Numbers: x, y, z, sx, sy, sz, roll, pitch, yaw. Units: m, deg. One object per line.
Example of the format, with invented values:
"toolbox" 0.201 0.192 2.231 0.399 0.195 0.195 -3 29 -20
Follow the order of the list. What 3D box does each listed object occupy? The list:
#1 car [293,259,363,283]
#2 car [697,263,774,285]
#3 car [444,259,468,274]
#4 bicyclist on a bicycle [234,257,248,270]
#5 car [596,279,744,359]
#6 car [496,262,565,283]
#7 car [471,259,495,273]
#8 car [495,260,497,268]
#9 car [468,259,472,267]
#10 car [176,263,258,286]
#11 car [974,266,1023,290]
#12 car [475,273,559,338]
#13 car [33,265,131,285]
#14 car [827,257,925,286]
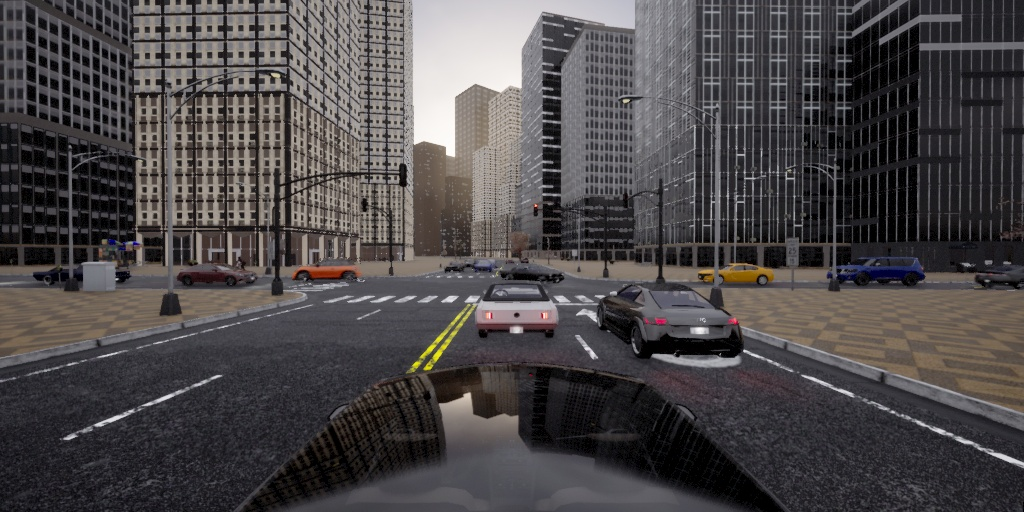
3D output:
"car" -13.771 1.019 26.926 4.553 1.767 2.097 0 0 -12
"car" 16.323 1.285 26.321 5.008 1.535 1.882 0 0 1
"car" -6.580 1.319 41.440 1.895 1.301 4.718 0 0 0
"bicyclist on a bicycle" -24.691 0.871 32.619 0.582 1.620 1.656 0 1 1
"car" 3.358 1.312 8.449 1.994 1.385 4.181 0 0 0
"car" 1.413 1.344 25.946 4.718 1.301 1.895 1 1 40
"car" -3.327 1.195 42.332 1.882 1.535 5.008 0 0 0
"car" -3.321 1.215 57.327 1.812 1.442 4.674 0 1 0
"car" -6.571 1.193 56.512 1.837 1.490 4.892 0 0 0
"car" -19.474 1.193 23.752 4.674 1.442 1.812 0 0 1
"car" 32.669 1.400 22.767 4.902 1.511 2.128 0 0 1
"car" 0.103 1.348 10.163 1.895 1.301 4.718 0 0 0
"car" -28.584 1.226 23.986 4.718 1.301 1.895 0 0 1
"car" 26.386 1.075 26.100 5.566 2.045 2.150 0 0 2
